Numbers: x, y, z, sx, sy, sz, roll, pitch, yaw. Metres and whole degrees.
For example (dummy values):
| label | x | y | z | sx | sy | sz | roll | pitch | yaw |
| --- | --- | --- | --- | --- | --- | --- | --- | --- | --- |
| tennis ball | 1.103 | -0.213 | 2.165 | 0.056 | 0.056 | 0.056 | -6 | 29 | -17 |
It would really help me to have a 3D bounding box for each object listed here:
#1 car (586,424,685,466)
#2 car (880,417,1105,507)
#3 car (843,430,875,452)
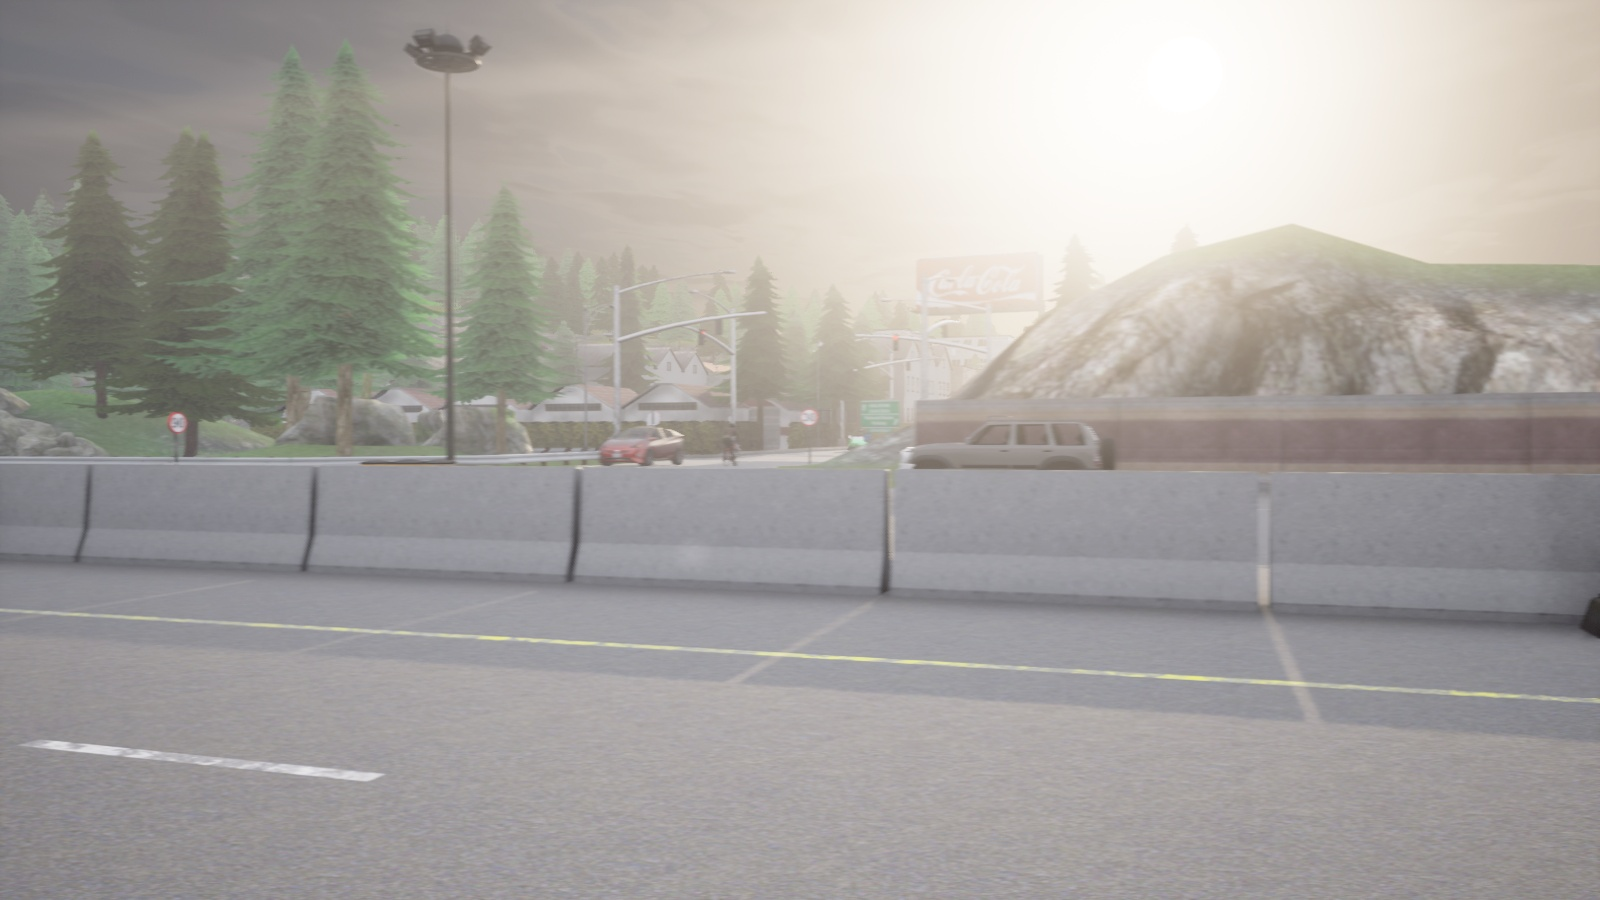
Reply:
| label | x | y | z | sx | sy | sz | roll | pitch | yaw |
| --- | --- | --- | --- | --- | --- | --- | --- | --- | --- |
| car | -6.255 | -0.220 | 48.237 | 2.007 | 1.525 | 4.514 | 1 | 1 | 19 |
| car | 4.250 | 0.217 | 27.610 | 4.605 | 1.855 | 1.932 | 1 | 1 | 18 |
| car | 3.685 | -0.556 | 78.295 | 1.481 | 1.376 | 2.207 | 1 | 1 | 18 |
